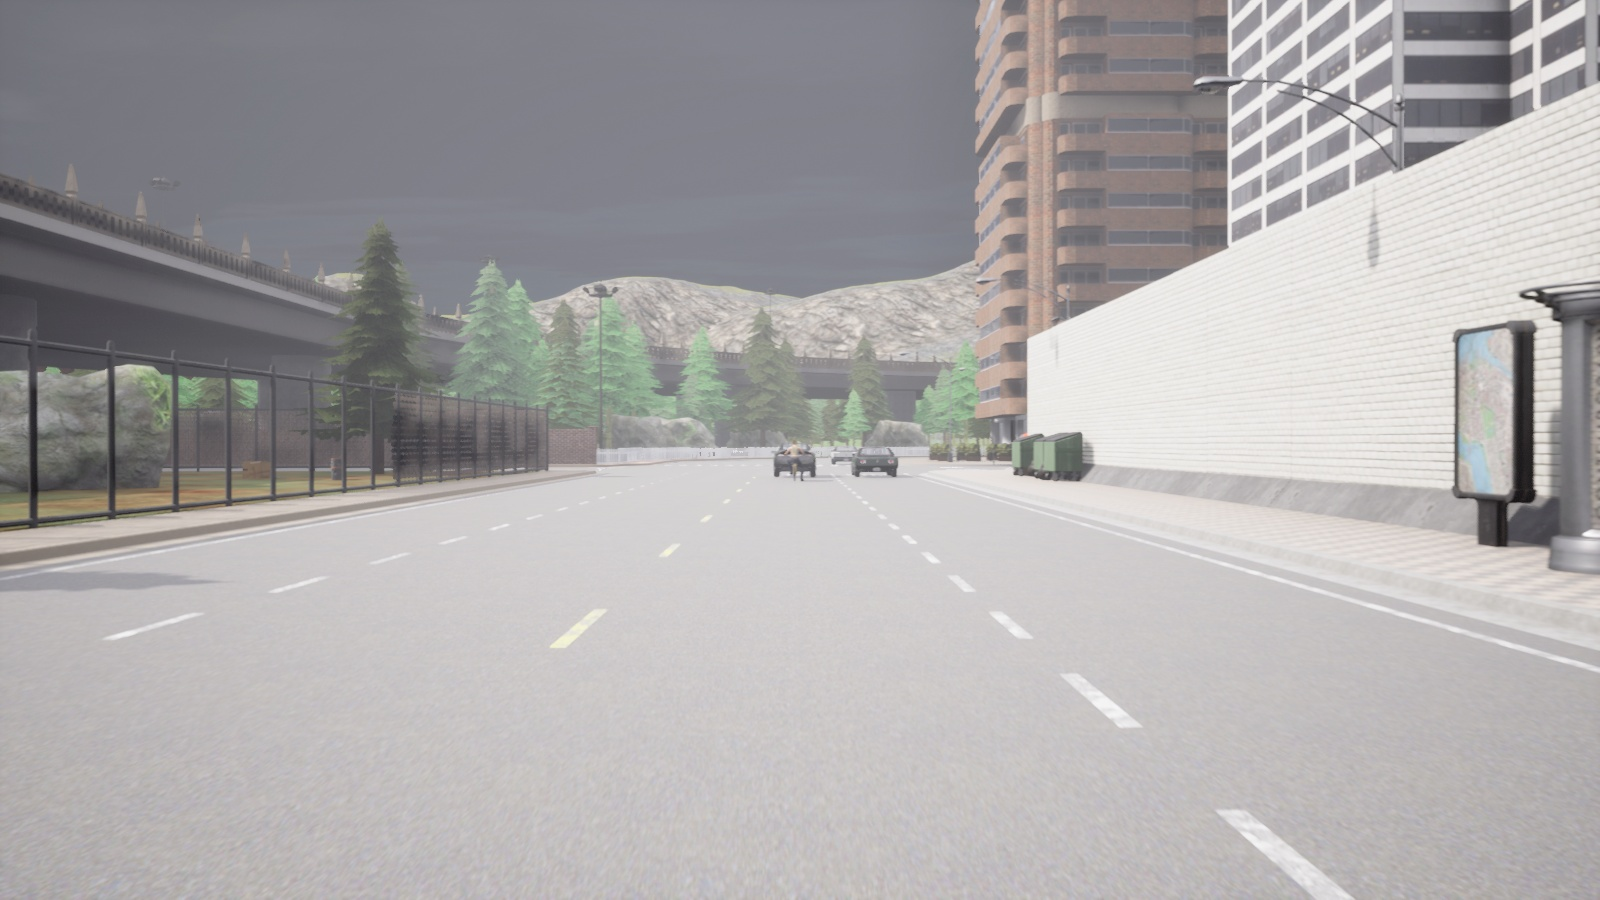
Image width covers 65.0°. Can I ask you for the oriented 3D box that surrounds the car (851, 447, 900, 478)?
[{"bbox_3d":[3.299,0.535,55.664,1.895,1.301,4.718,0,0,0],"label":"car"}]

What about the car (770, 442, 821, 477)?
[{"bbox_3d":[-0.201,0.389,55.613,2.128,1.511,4.902,0,0,0],"label":"car"}]

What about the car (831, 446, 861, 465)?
[{"bbox_3d":[3.176,0.355,87.257,1.895,1.301,4.718,0,0,0],"label":"car"}]
